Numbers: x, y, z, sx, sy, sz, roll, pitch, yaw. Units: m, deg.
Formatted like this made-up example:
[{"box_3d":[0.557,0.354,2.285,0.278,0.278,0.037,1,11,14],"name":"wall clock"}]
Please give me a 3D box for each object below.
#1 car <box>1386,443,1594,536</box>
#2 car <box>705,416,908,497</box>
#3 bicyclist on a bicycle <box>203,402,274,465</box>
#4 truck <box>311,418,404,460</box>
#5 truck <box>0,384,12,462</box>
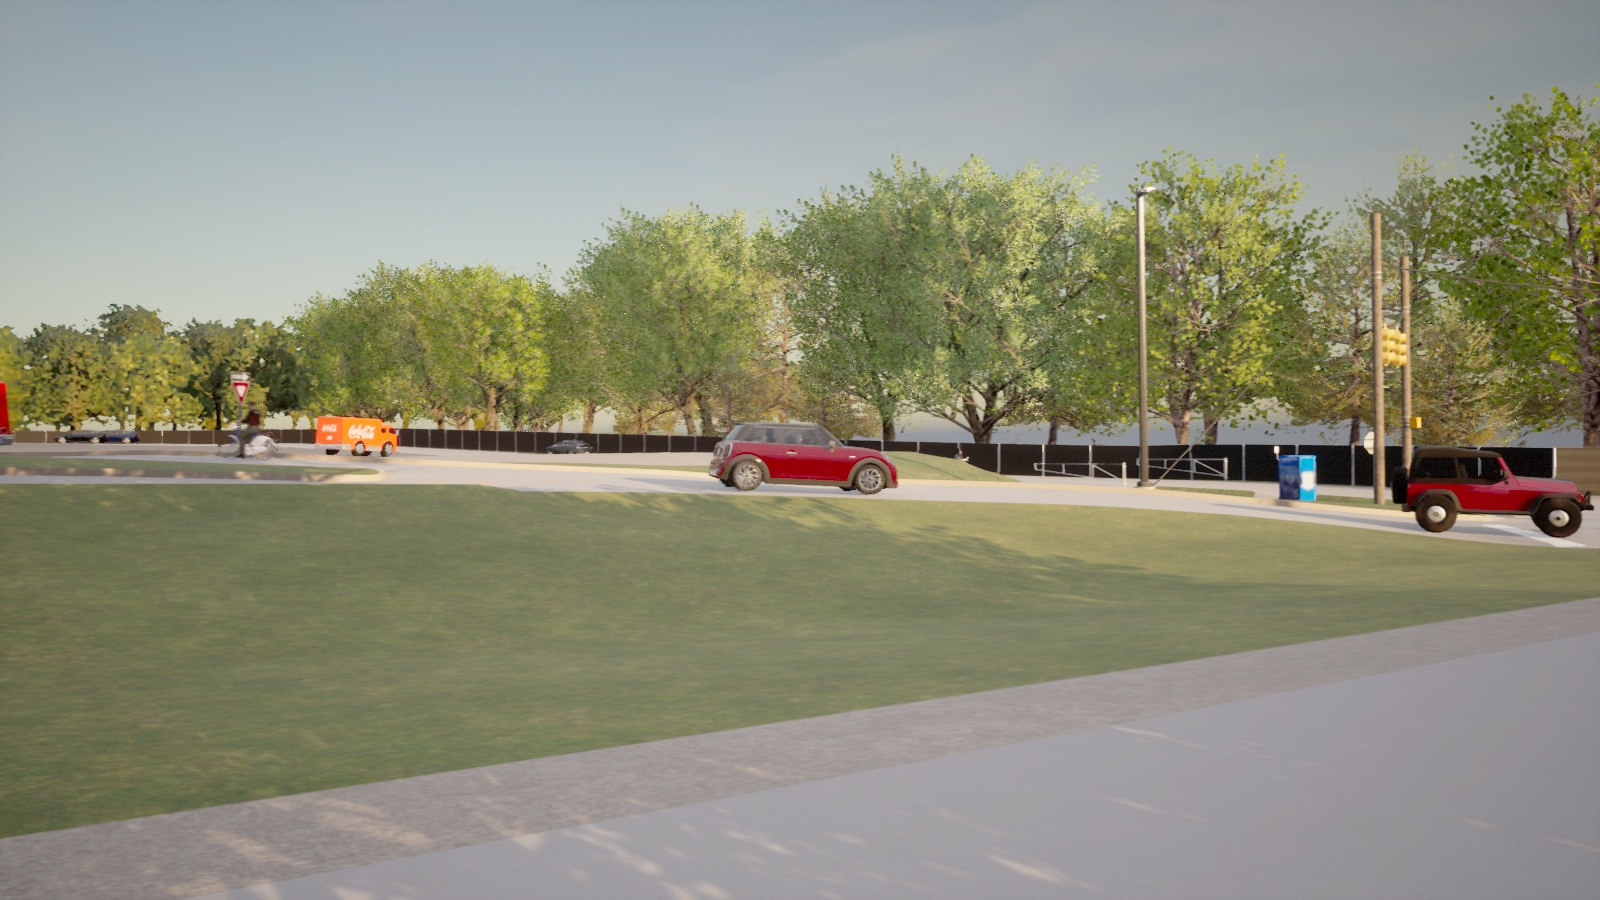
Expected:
[{"box_3d":[15.088,0.805,27.655,3.866,1.878,1.905,1,1,27],"name":"car"},{"box_3d":[0.114,0.152,30.713,4.553,1.767,2.097,2,1,-12],"name":"car"},{"box_3d":[-16.445,-0.498,36.798,1.843,1.776,0.659,2,1,13],"name":"bicyclist on a bicycle"},{"box_3d":[-28.215,-0.672,80.180,2.627,2.467,5.204,2,-1,25],"name":"truck"},{"box_3d":[-27.942,-0.791,39.266,5.204,2.467,2.627,-1,0,12],"name":"truck"}]
